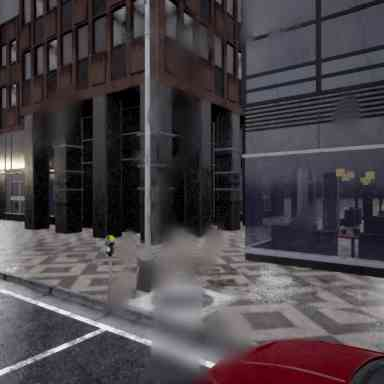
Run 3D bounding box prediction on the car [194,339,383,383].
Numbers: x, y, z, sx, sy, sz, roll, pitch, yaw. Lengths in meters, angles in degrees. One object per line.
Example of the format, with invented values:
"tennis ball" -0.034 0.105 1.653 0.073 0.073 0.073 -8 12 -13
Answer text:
"car" 1.961 1.545 1.563 4.507 1.381 1.887 0 0 36
